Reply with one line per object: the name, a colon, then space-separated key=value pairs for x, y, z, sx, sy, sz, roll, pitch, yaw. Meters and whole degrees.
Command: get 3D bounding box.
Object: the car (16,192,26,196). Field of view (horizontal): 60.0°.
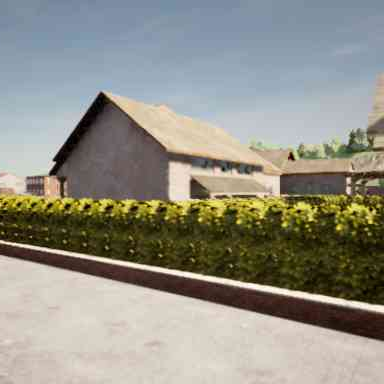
car: x=-36.923 y=1.019 z=72.577 sx=3.866 sy=1.878 sz=1.905 roll=0 pitch=0 yaw=36
